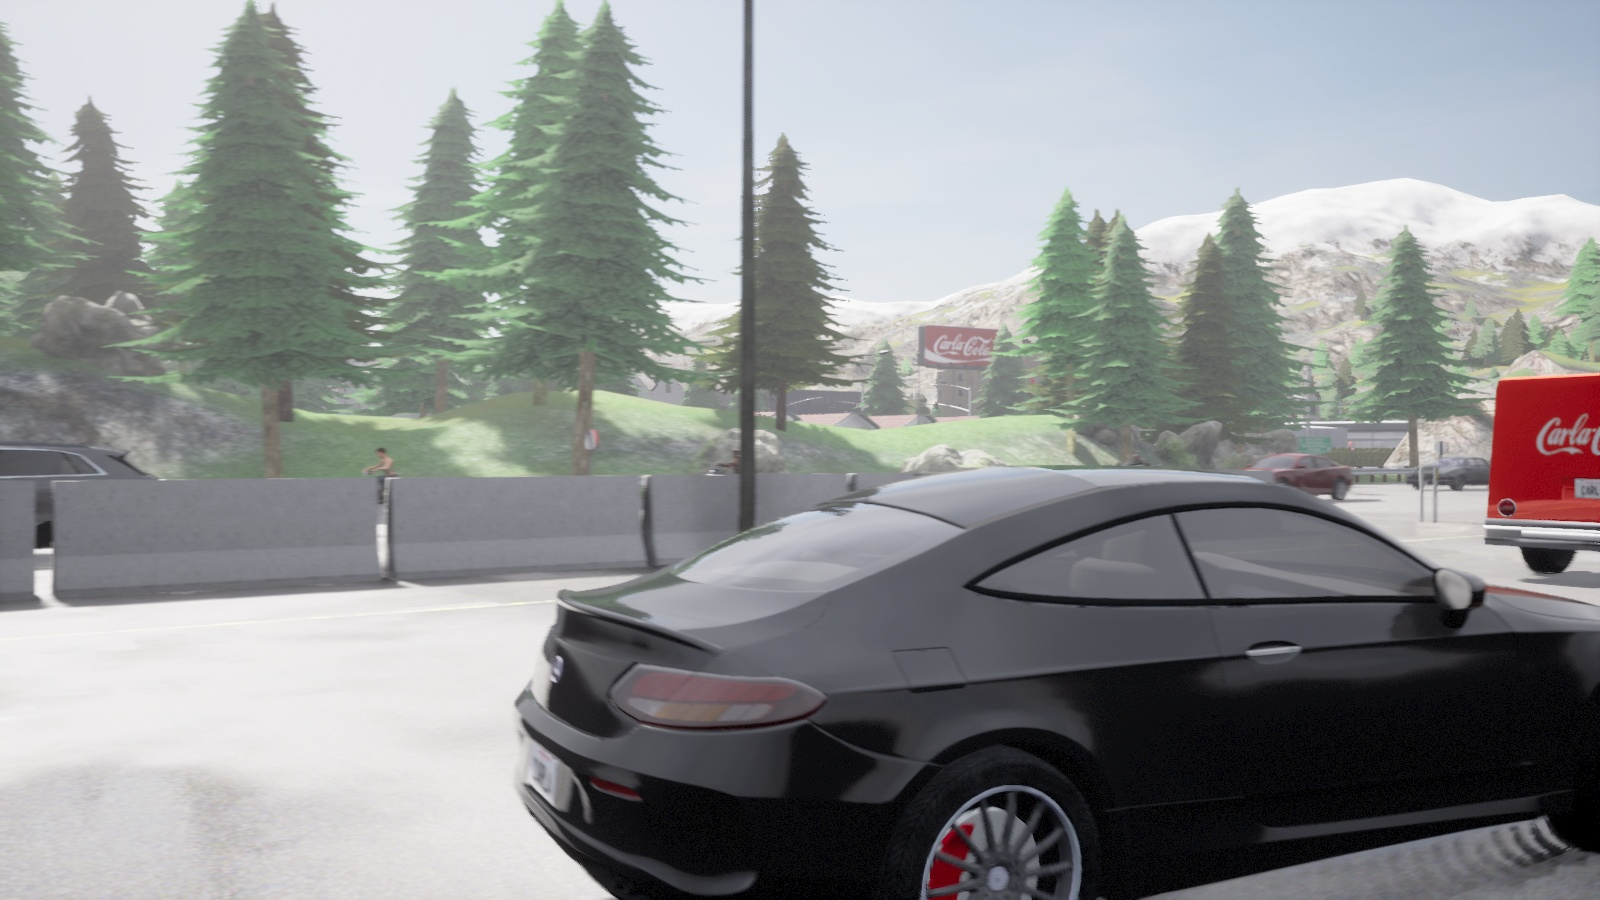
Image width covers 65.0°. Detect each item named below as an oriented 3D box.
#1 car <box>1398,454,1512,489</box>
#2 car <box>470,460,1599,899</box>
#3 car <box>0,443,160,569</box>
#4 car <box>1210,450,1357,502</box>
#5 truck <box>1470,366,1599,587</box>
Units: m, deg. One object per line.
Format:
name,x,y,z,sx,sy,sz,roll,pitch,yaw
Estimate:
car,27.504,0.864,52.681,5.357,1.411,2.033,0,0,-35
car,1.315,0.779,4.723,4.674,1.442,1.812,0,0,-27
car,-11.509,0.741,16.970,4.856,1.649,2.033,0,0,-35
car,15.447,0.789,40.012,5.008,1.535,1.882,0,0,-35
truck,10.983,0.278,15.574,5.204,2.467,2.627,0,0,-35
